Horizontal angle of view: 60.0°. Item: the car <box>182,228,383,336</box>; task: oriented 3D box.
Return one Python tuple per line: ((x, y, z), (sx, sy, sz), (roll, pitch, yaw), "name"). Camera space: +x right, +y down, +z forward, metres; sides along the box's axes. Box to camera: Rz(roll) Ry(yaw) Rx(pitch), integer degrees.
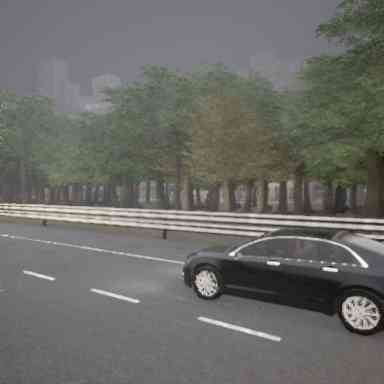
((2.020, 1.506, 6.727), (4.892, 1.490, 1.837), (0, 0, 36), "car")
